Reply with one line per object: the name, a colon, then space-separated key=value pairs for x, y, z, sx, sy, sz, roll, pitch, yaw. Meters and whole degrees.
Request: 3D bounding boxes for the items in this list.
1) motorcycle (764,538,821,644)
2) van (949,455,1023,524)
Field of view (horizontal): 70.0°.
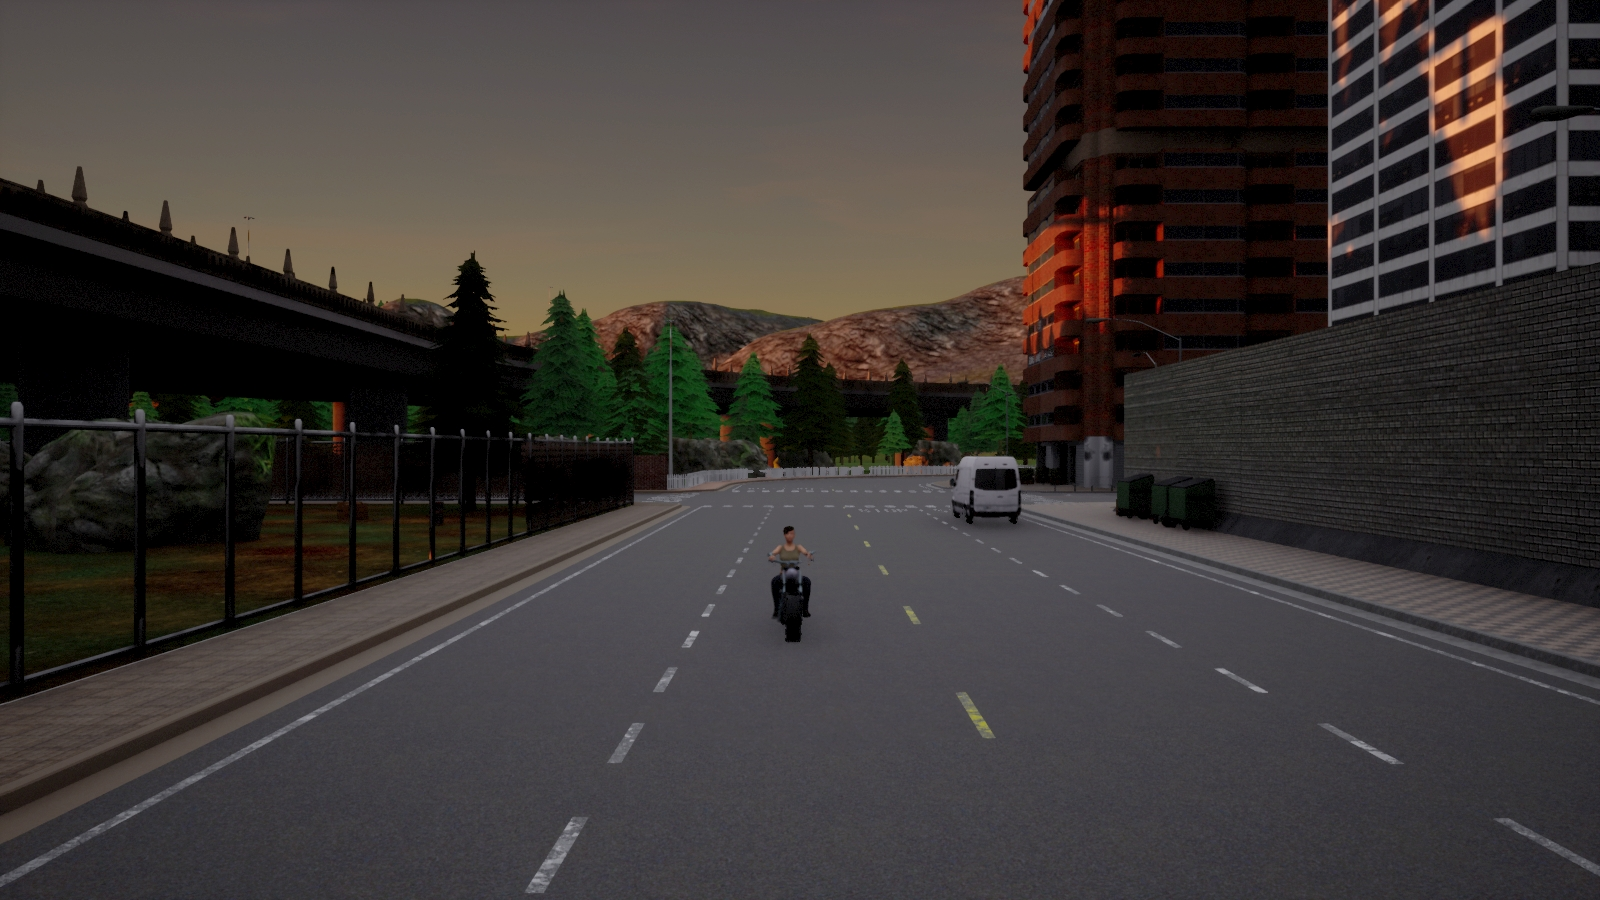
motorcycle: x=-0.144 y=2.099 z=17.457 sx=0.764 sy=1.307 sz=2.356 roll=0 pitch=0 yaw=-3
van: x=7.312 y=1.479 z=45.492 sx=1.988 sy=2.561 sz=5.915 roll=0 pitch=0 yaw=0
